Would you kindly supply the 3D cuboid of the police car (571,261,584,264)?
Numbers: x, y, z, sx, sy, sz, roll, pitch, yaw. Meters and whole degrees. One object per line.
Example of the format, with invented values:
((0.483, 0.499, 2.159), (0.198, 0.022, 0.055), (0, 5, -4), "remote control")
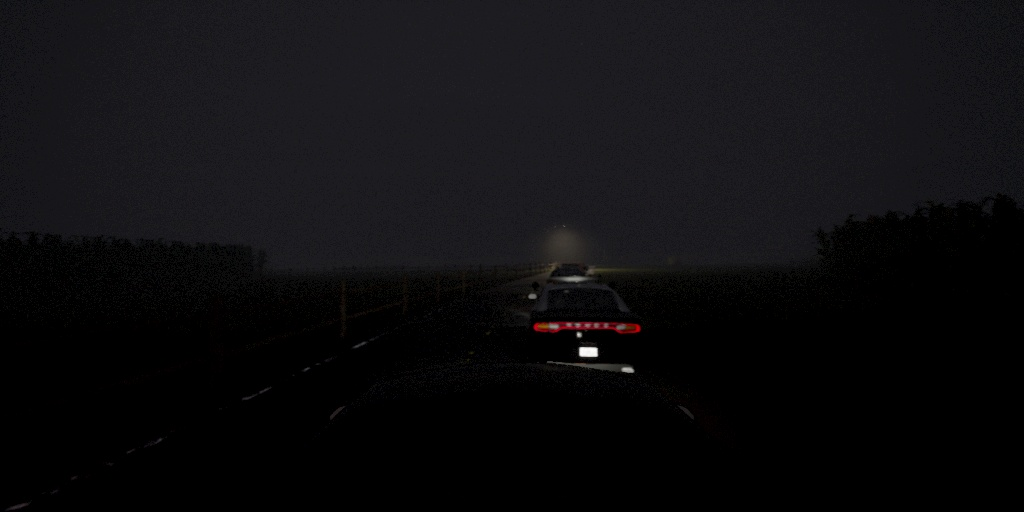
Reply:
((3.805, 1.324, 23.382), (1.930, 1.638, 5.238), (0, 0, 12), "police car")

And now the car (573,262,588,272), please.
((10.495, 1.656, 54.751), (1.994, 1.385, 4.181), (0, 0, 14), "car")

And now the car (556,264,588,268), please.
((2.677, 1.338, 17.469), (1.882, 1.535, 5.008), (0, 0, 10), "car")

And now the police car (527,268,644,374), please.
((1.376, 1.218, 7.819), (1.930, 1.638, 5.238), (0, 0, 6), "police car")
